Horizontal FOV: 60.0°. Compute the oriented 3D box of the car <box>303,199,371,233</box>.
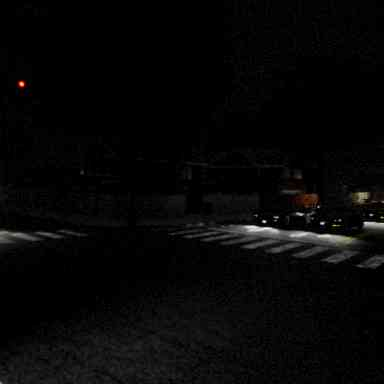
[{"bbox_3d":[8.497,1.410,19.272,1.837,1.490,4.892,2,1,42],"label":"car"}]

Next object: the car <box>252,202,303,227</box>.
[{"bbox_3d":[6.044,1.354,21.408,2.033,1.411,5.357,2,1,42],"label":"car"}]

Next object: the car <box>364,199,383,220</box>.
[{"bbox_3d":[14.501,1.508,25.838,1.994,1.385,4.181,2,2,43],"label":"car"}]

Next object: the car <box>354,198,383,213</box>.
[{"bbox_3d":[19.162,1.423,35.743,1.895,1.301,4.718,2,2,43],"label":"car"}]

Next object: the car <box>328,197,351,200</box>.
[{"bbox_3d":[12.382,1.199,28.330,2.097,1.767,4.553,2,2,42],"label":"car"}]
